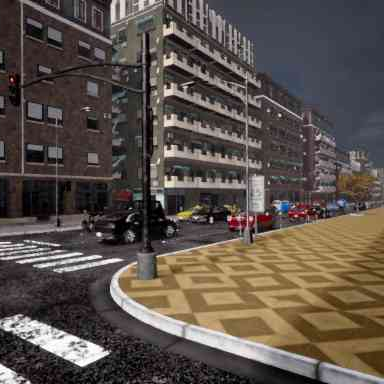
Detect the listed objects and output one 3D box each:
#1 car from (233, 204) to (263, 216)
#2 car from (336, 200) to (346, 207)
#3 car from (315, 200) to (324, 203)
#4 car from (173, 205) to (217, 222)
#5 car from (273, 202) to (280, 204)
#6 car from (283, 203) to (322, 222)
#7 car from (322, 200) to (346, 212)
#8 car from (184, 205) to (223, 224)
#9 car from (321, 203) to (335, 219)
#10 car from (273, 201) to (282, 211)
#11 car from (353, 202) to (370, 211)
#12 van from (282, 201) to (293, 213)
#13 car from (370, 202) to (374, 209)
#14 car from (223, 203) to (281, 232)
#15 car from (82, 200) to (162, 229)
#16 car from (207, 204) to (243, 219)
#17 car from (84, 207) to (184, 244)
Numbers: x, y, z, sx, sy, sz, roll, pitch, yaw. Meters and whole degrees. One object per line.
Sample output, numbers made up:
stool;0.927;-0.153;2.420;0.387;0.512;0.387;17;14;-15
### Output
car;6.954;2.222;40.875;1.947;1.339;4.313;-2;-2;35
car;39.156;2.883;87.168;1.690;1.788;3.998;-2;-2;35
car;26.332;2.501;68.691;2.192;1.841;5.009;-2;-2;35
car;0.396;2.002;31.467;1.752;1.417;4.829;-2;-2;35
car;7.667;2.140;37.394;2.033;1.411;5.357;-1;-1;35
car;10.546;2.032;31.492;1.887;1.381;4.507;-2;-2;35
car;23.416;2.468;54.423;2.033;1.411;5.357;-1;-1;36
car;1.691;1.934;28.832;1.837;1.490;4.892;-1;-1;35
car;13.777;2.141;36.126;1.947;1.339;4.313;-2;-2;35
car;10.183;2.289;45.510;1.887;1.381;4.507;-2;-2;35
car;29.927;2.583;59.300;1.947;1.339;4.313;-2;-2;35
van;13.411;2.174;50.151;1.690;1.788;3.998;-2;-2;35
car;36.388;2.745;68.569;2.008;1.369;4.403;-2;-2;35
car;4.085;1.751;22.225;1.967;1.590;4.097;-2;-2;35
car;-3.999;1.496;20.657;2.150;2.045;5.566;-1;-1;37
car;3.626;2.090;36.101;1.752;1.417;4.829;-2;-2;35
car;-2.785;1.717;17.094;1.837;1.490;4.892;0;-1;37
